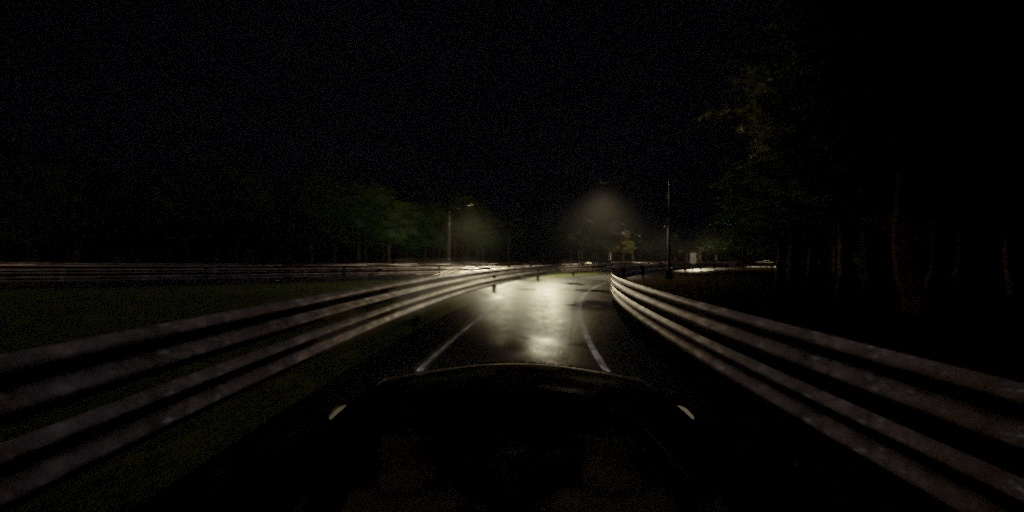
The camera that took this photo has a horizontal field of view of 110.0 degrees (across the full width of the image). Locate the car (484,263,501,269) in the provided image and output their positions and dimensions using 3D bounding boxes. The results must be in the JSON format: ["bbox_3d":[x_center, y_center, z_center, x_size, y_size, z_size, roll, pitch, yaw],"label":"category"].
[{"bbox_3d":[-2.702,1.807,53.011,4.902,1.511,2.128,0,0,-39],"label":"car"}]

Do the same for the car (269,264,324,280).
[{"bbox_3d":[-22.263,1.618,37.301,5.008,1.535,1.882,1,-1,-39],"label":"car"}]
